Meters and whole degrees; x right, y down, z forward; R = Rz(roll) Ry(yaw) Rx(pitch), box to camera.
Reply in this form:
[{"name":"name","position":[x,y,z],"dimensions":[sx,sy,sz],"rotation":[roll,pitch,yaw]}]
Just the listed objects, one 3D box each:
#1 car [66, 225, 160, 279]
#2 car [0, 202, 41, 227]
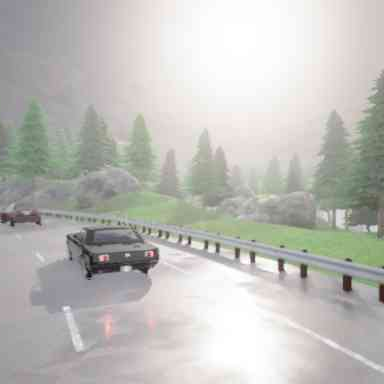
[{"name":"car","position":[-2.752,1.709,10.557],"dimensions":[1.895,1.301,4.718],"rotation":[1,-1,-28]},{"name":"car","position":[-13.134,1.589,25.355],"dimensions":[2.097,1.767,4.553],"rotation":[1,-1,-40]}]
